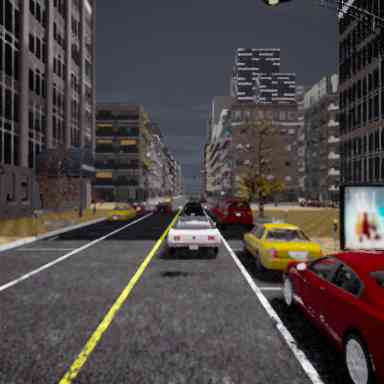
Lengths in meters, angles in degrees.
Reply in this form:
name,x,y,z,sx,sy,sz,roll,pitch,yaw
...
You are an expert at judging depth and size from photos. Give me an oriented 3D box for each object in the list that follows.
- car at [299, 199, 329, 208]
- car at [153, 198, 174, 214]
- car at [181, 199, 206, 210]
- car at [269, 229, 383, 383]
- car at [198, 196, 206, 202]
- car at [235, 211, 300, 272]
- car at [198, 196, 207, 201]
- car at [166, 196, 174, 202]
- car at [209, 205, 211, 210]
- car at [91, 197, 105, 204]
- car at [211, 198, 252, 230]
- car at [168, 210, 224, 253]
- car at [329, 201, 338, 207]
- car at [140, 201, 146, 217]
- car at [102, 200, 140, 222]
name,x,y,z,sx,sy,sz,roll,pitch,yaw
car,20.844,1.971,57.577,4.097,1.590,1.967,1,-2,0
car,-3.089,1.705,36.418,1.994,1.385,4.181,0,0,0
car,0.084,1.622,30.281,1.837,1.490,4.892,0,0,0
car,2.698,1.565,5.054,1.887,1.381,4.507,1,0,0
car,2.695,1.783,87.411,1.967,1.590,4.097,1,0,0
car,2.698,1.567,10.783,1.752,1.417,4.829,1,0,0
car,2.694,1.866,81.887,1.887,1.381,4.507,1,0,0
car,-5.687,1.888,87.424,1.887,1.381,4.507,1,0,0
car,2.698,1.421,27.292,2.192,1.841,5.009,1,0,0
car,-17.255,1.483,57.253,4.507,1.381,1.887,1,-2,0
car,2.699,1.399,21.732,2.192,1.841,5.009,1,0,0
car,0.081,1.655,13.881,1.895,1.301,4.718,0,0,0
car,26.254,2.254,65.929,4.829,1.417,1.752,1,-2,0
car,-5.683,1.568,32.852,1.967,1.590,4.097,1,0,0
car,-5.683,1.631,27.122,1.752,1.417,4.829,1,0,0
